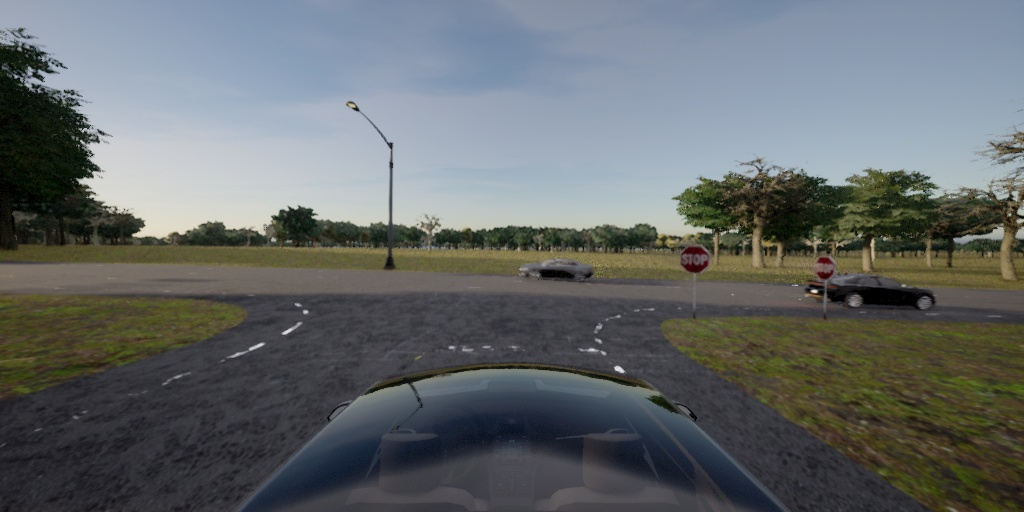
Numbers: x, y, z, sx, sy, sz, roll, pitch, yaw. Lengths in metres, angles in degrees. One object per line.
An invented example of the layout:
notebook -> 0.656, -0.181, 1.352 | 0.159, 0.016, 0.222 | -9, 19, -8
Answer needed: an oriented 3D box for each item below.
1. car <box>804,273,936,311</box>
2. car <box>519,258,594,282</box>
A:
car -> 16.597, 1.573, 16.725 | 5.008, 1.535, 1.882 | 2, 2, 1
car -> 2.958, 0.899, 23.877 | 4.902, 1.511, 2.128 | 2, 2, 1
